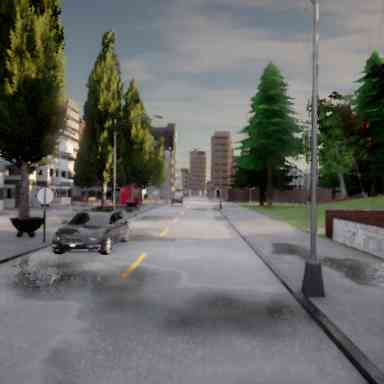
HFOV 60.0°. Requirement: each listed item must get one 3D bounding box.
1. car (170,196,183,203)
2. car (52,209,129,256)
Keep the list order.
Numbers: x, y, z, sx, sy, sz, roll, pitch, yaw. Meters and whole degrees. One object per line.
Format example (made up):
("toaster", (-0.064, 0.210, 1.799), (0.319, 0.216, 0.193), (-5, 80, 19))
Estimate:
("car", (-2.422, 1.295, 54.113), (1.882, 1.535, 5.008), (1, 0, 2))
("car", (-3.749, 1.452, 13.071), (1.837, 1.490, 4.892), (1, 0, 2))
